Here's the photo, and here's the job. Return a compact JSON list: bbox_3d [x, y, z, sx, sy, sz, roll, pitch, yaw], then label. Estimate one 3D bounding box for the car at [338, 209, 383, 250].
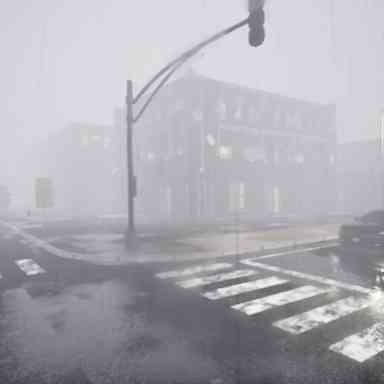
[{"bbox_3d":[7.819,1.411,13.241,5.008,1.535,1.882,0,0,-36],"label":"car"}]
